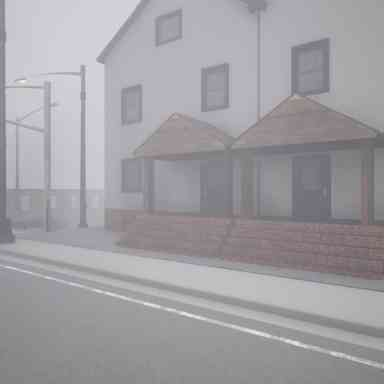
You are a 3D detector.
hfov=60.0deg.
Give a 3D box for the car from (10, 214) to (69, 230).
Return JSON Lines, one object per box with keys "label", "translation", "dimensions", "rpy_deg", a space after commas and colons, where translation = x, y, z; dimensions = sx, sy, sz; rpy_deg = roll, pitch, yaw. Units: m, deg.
{"label": "car", "translation": [-13.736, 2.717, 29.718], "dimensions": [2.033, 1.411, 5.357], "rpy_deg": [0, -9, 36]}
